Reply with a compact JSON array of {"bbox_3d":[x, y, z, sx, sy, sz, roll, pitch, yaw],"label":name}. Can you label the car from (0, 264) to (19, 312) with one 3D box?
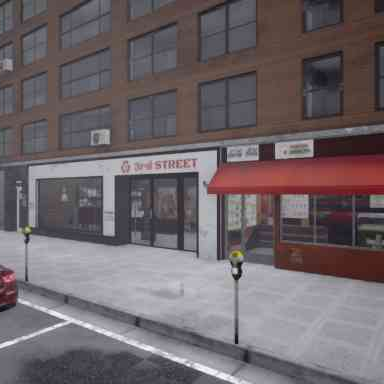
[{"bbox_3d":[-4.925,1.582,6.327,4.206,1.307,1.802,0,0,36],"label":"car"}]
